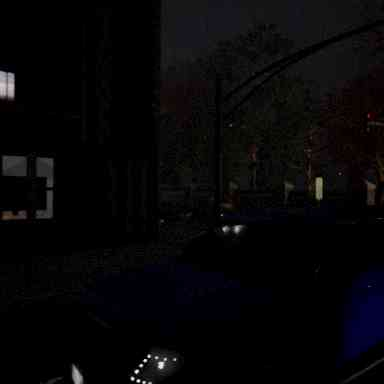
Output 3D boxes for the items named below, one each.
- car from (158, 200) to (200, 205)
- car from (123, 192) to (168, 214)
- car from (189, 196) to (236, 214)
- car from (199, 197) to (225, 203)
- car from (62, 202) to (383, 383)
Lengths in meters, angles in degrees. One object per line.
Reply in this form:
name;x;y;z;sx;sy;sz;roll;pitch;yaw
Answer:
car;-1.624;1.279;21.668;1.802;1.307;4.206;2;0;-36
car;-4.266;0.919;29.705;2.097;1.767;4.553;0;1;-36
car;1.814;1.168;31.203;1.752;1.417;4.829;2;0;-36
car;0.859;1.271;22.634;2.033;1.411;5.357;0;1;-36
car;1.300;1.225;4.404;5.566;2.045;2.150;0;0;-34
